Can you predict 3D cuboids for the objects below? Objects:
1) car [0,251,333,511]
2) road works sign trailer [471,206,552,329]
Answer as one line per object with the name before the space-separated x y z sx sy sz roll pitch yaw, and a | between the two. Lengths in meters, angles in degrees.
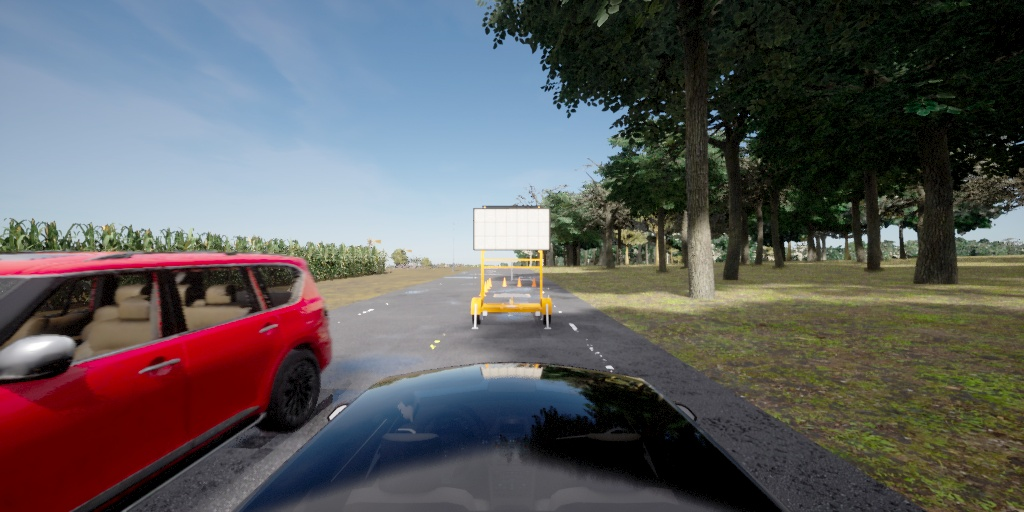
car | -3.503 0.972 2.625 2.150 2.045 5.566 0 0 0
road works sign trailer | -0.004 0.230 11.284 2.380 3.560 2.880 0 0 1
